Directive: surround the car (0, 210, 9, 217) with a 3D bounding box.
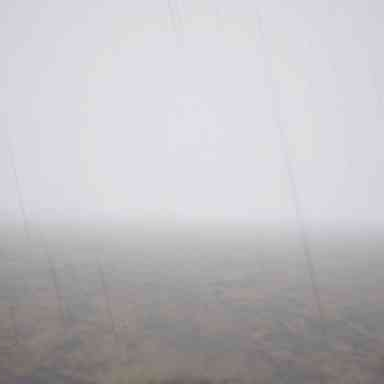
[{"bbox_3d":[-26.931,2.700,44.013,1.895,1.301,4.718,-2,-3,35],"label":"car"}]
